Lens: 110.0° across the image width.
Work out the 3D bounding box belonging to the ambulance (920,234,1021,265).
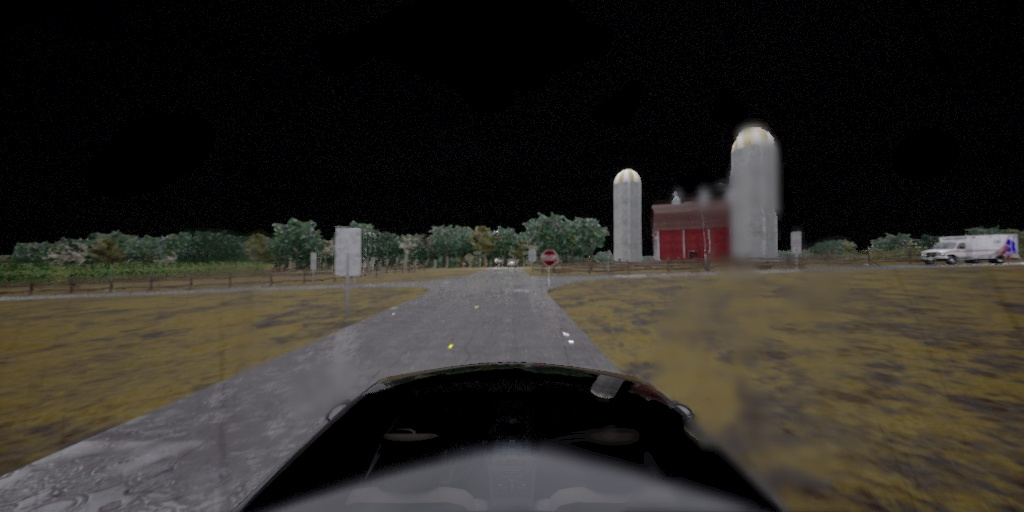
[{"bbox_3d":[39.349,-0.527,31.014,6.366,2.431,2.351,-2,-1,0],"label":"ambulance"}]
